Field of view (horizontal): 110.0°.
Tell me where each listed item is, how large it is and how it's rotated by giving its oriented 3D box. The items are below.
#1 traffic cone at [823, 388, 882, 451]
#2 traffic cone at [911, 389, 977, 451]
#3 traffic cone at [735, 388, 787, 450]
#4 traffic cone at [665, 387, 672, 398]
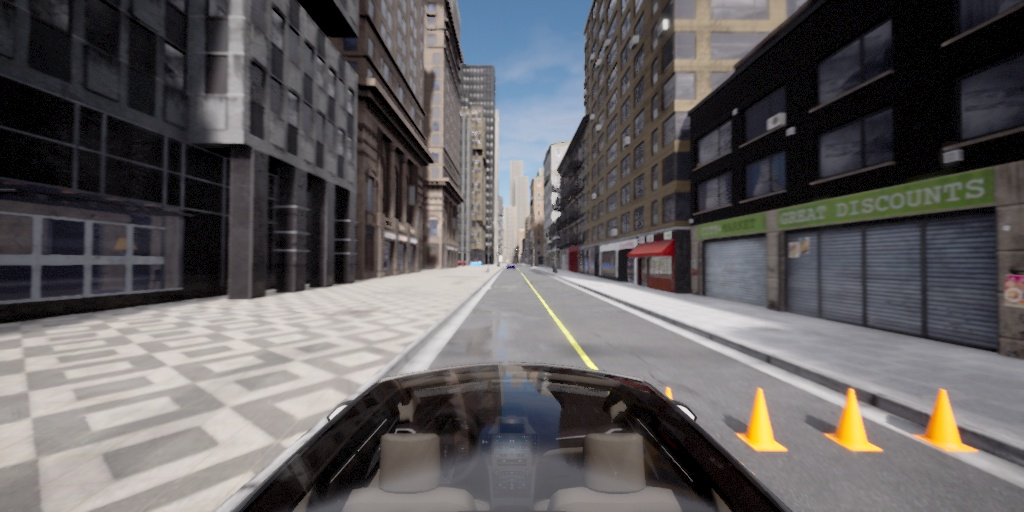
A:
[{"bbox_3d":[3.703,1.746,3.914,0.340,0.580,0.340,0,0,0],"label":"traffic cone"},{"bbox_3d":[4.703,1.752,3.916,0.340,0.580,0.340,0,0,0],"label":"traffic cone"},{"bbox_3d":[2.703,1.740,3.912,0.340,0.580,0.340,0,0,0],"label":"traffic cone"},{"bbox_3d":[1.703,1.734,3.910,0.340,0.580,0.340,0,0,0],"label":"traffic cone"}]
